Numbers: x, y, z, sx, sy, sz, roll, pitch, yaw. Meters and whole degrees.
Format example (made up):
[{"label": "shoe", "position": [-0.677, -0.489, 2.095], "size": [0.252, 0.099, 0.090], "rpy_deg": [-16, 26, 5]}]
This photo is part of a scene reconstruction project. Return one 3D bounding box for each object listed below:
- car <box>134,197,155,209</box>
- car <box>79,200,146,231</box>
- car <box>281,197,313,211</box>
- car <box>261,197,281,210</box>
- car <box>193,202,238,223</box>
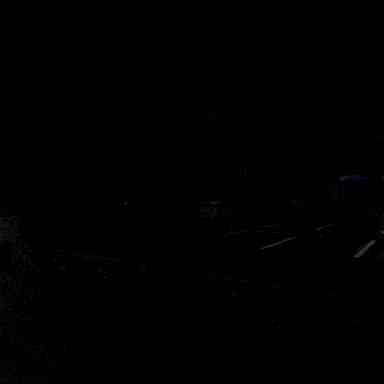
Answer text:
[{"label": "car", "position": [-7.390, 1.512, 47.178], "size": [2.097, 1.767, 4.553], "rpy_deg": [0, 0, 35]}, {"label": "car", "position": [-4.890, 1.457, 20.084], "size": [1.845, 1.501, 3.633], "rpy_deg": [0, 0, 35]}, {"label": "car", "position": [12.768, 1.401, 39.539], "size": [2.152, 1.636, 5.027], "rpy_deg": [0, 0, 35]}, {"label": "car", "position": [10.180, 1.424, 41.313], "size": [2.007, 1.523, 4.514], "rpy_deg": [0, 0, 35]}, {"label": "car", "position": [1.837, 1.455, 24.407], "size": [1.970, 1.475, 3.806], "rpy_deg": [0, 0, 35]}]
